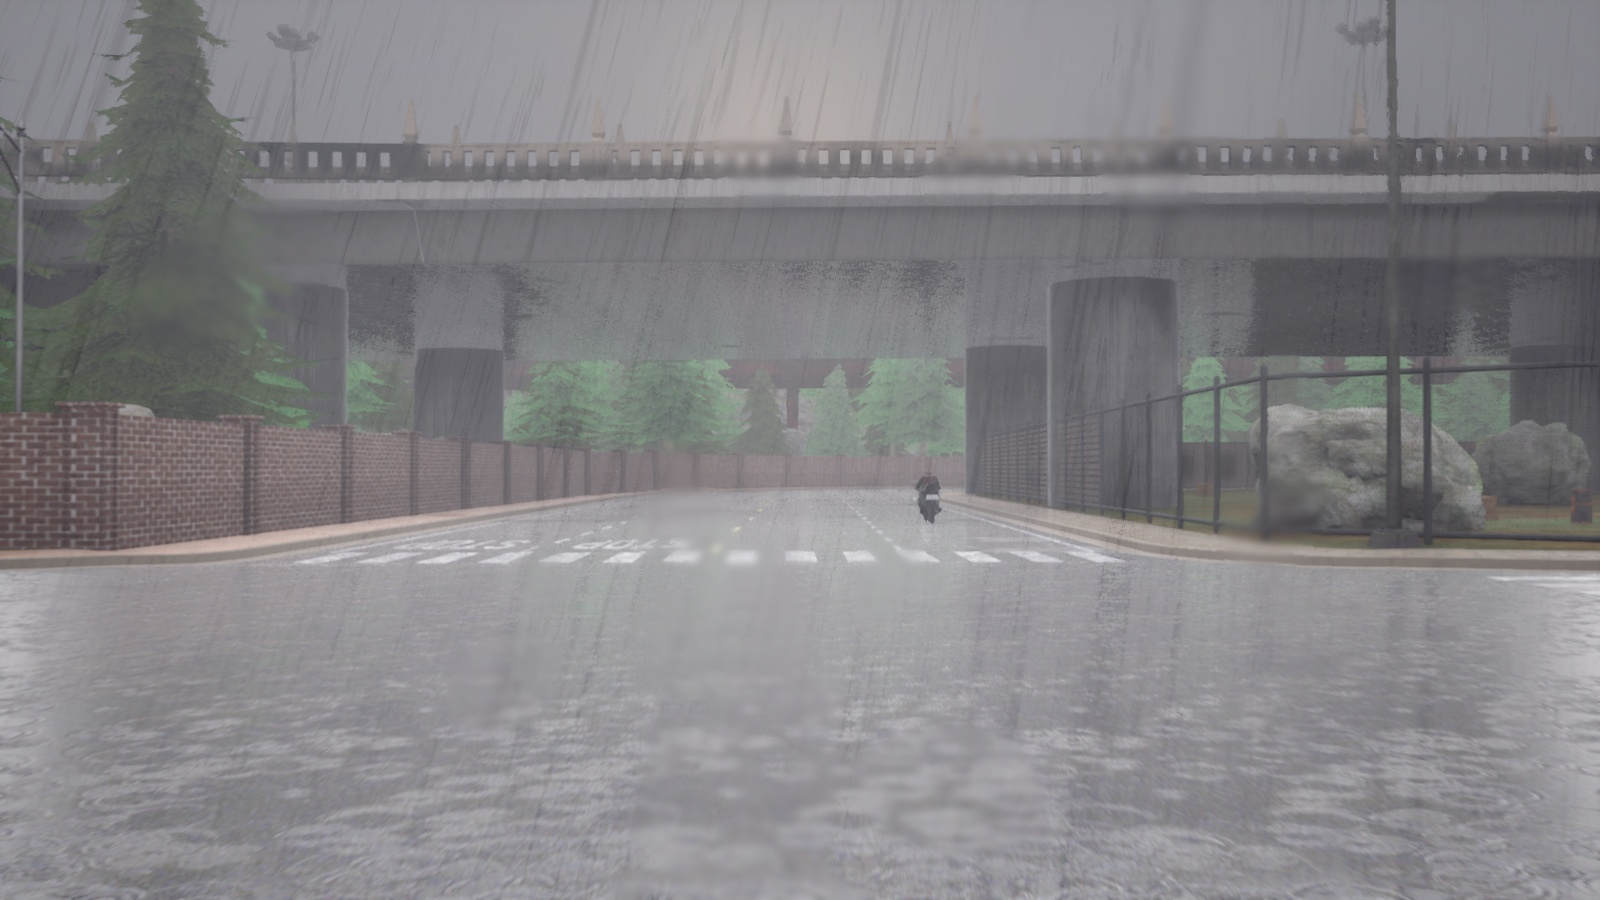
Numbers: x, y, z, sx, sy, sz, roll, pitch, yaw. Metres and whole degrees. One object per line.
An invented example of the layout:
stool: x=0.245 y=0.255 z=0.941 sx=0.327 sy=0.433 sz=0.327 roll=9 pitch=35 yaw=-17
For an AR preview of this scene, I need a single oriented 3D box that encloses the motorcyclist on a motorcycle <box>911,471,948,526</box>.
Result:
motorcyclist on a motorcycle: x=3.722 y=1.375 z=36.318 sx=0.866 sy=1.530 sz=2.191 roll=0 pitch=-1 yaw=0
